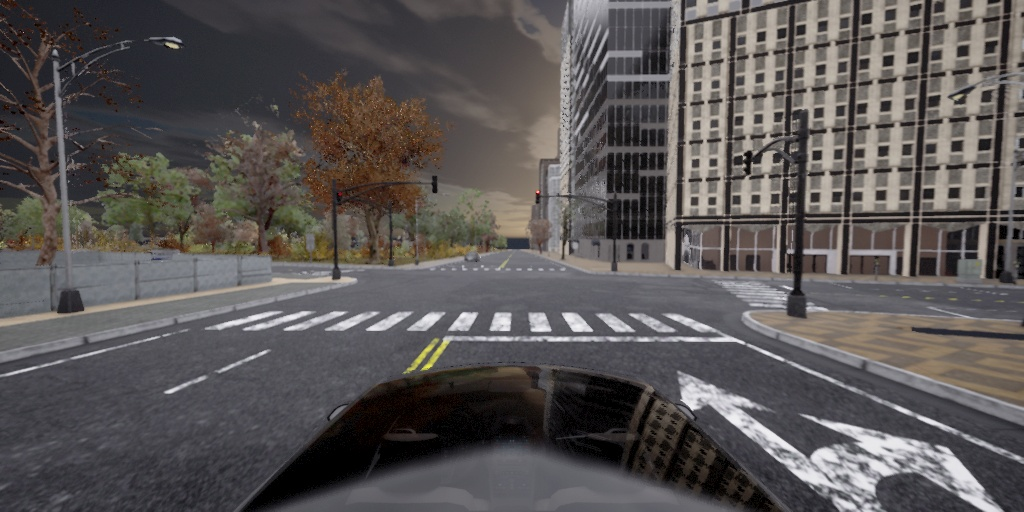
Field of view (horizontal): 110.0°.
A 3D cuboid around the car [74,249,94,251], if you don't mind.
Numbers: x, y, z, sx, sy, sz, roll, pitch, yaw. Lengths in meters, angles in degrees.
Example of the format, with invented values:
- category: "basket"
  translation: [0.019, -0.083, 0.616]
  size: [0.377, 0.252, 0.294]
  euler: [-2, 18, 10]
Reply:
- category: "car"
  translation: [-47.838, -0.035, 39.994]
  size: [5.008, 1.535, 1.882]
  euler: [1, 3, 22]

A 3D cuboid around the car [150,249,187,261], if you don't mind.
- category: "car"
  translation: [-32.209, 0.128, 33.791]
  size: [4.553, 1.767, 2.097]
  euler: [1, 3, 22]

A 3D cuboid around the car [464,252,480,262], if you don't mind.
- category: "car"
  translation: [-5.818, 0.164, 52.213]
  size: [2.128, 1.511, 4.902]
  euler: [0, 2, 1]
